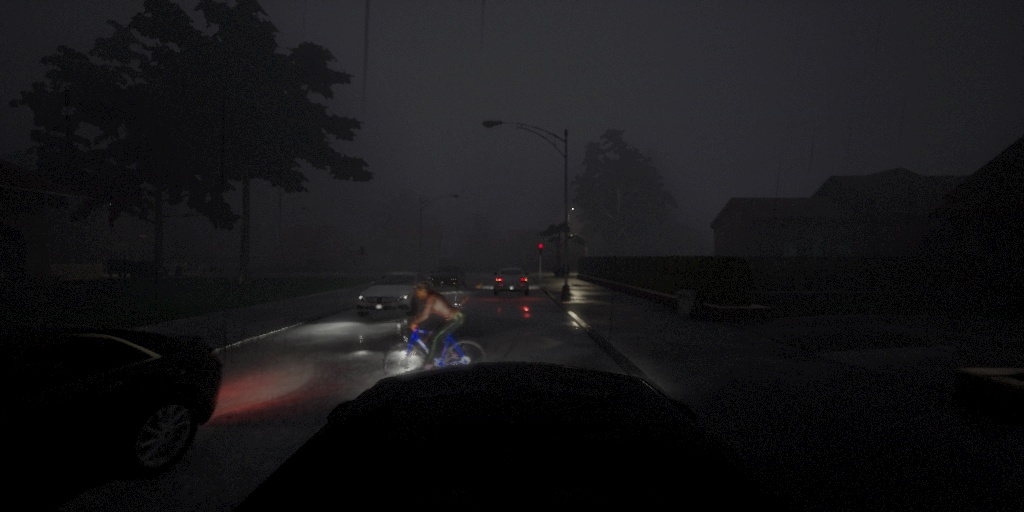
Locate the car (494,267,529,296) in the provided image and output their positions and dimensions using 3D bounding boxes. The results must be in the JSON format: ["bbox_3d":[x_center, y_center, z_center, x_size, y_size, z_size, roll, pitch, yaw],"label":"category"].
[{"bbox_3d":[-0.039,1.337,19.860,1.812,1.442,4.674,0,0,0],"label":"car"}]

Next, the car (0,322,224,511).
[{"bbox_3d":[-4.090,1.258,1.924,1.837,1.490,4.892,0,-1,0],"label":"car"}]

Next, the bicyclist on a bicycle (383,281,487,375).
[{"bbox_3d":[-1.223,1.213,5.629,1.656,1.620,0.582,-2,0,0],"label":"bicyclist on a bicycle"}]

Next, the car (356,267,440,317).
[{"bbox_3d":[-4.163,1.316,13.511,1.812,1.442,4.674,0,0,0],"label":"car"}]

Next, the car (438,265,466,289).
[{"bbox_3d":[-4.167,1.330,23.606,1.837,1.490,4.892,0,0,0],"label":"car"}]
